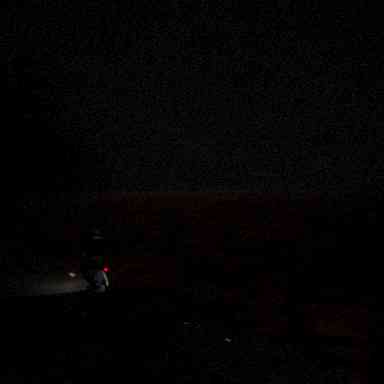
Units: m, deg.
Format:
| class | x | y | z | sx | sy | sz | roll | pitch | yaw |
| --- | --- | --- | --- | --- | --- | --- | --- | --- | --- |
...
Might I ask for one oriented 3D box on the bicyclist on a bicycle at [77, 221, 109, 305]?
| class | x | y | z | sx | sy | sz | roll | pitch | yaw |
| --- | --- | --- | --- | --- | --- | --- | --- | --- | --- |
| bicyclist on a bicycle | -2.290 | 1.545 | 7.549 | 0.659 | 1.776 | 1.843 | 1 | -1 | -38 |
